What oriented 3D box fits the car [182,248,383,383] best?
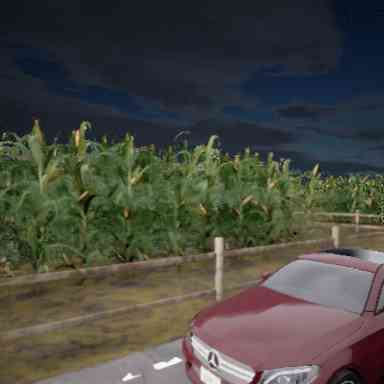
[{"bbox_3d":[2.073,1.571,4.556,4.674,1.442,1.812,1,0,-36],"label":"car"}]
